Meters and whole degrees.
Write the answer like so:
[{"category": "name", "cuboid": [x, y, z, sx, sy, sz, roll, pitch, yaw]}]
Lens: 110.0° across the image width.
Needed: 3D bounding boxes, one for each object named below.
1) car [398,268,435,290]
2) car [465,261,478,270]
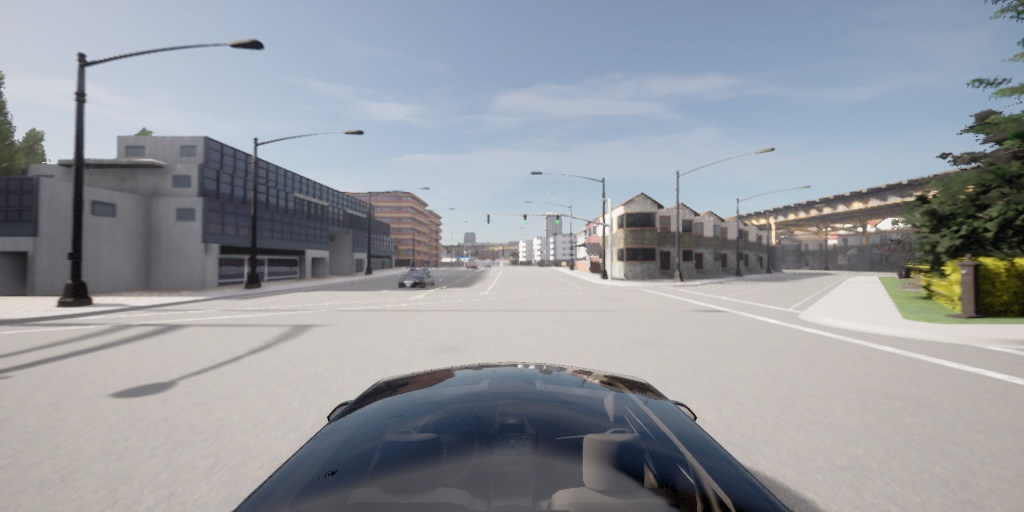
[{"category": "car", "cuboid": [-7.008, 1.689, 26.697, 2.128, 1.511, 4.902, 0, 0, 0]}, {"category": "car", "cuboid": [-7.005, 1.647, 62.973, 1.882, 1.535, 5.008, 0, 1, 0]}]
